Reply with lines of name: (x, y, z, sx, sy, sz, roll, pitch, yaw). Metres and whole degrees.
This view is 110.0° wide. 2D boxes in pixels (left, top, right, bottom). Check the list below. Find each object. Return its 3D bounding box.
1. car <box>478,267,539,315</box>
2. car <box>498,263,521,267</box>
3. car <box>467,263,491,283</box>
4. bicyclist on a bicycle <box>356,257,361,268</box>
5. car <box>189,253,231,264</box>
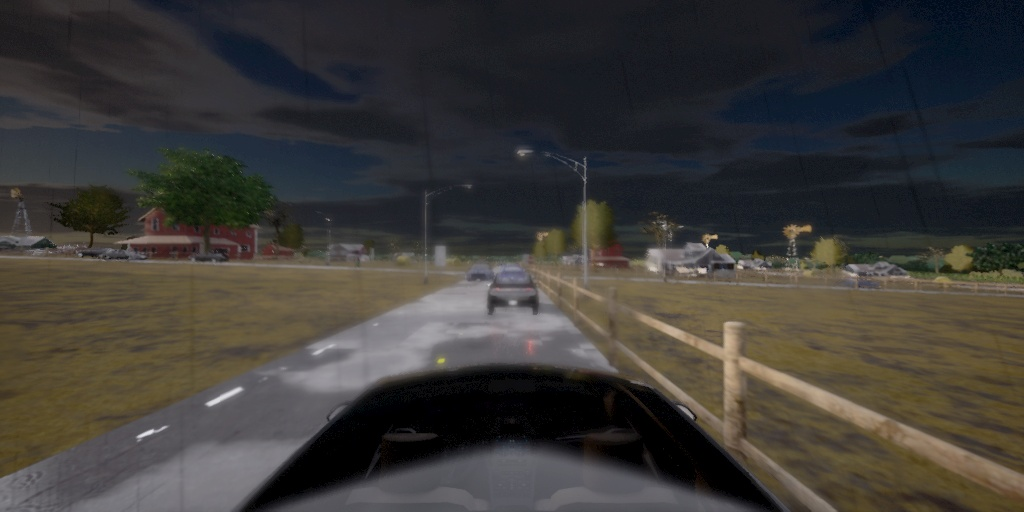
car: (0.051, 1.356, 14.259, 2.128, 1.511, 4.902, 0, -1, 1)
car: (0.057, 1.504, 29.417, 1.882, 1.535, 5.008, 0, -1, 1)
car: (-2.784, 1.409, 32.155, 2.097, 1.767, 4.553, 0, -1, 0)
bicyclist on a bicycle: (-22.599, 0.951, 52.774, 0.582, 1.620, 1.656, 2, -1, 0)
car: (-41.798, 0.273, 49.629, 4.892, 1.490, 1.837, 2, -1, 0)
